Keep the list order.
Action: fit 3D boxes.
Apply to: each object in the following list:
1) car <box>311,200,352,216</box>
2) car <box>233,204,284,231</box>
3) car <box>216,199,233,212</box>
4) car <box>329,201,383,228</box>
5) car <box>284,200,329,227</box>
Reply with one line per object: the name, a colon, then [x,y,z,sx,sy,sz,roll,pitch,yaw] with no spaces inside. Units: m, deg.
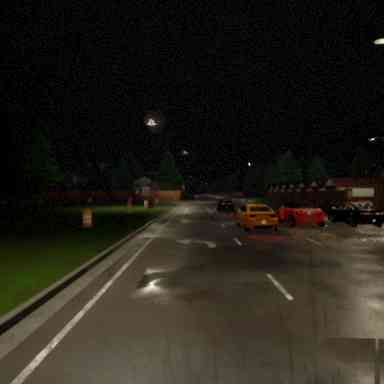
car: [14.447,1.594,34.735,2.033,1.411,5.357,0,0,0]
car: [3.943,1.503,20.707,1.882,1.535,5.008,0,0,0]
car: [3.949,1.539,40.177,2.128,1.511,4.902,0,0,0]
car: [10.943,1.523,22.417,2.128,1.511,4.902,0,0,0]
car: [7.443,1.381,23.226,2.097,1.767,4.553,0,0,0]
